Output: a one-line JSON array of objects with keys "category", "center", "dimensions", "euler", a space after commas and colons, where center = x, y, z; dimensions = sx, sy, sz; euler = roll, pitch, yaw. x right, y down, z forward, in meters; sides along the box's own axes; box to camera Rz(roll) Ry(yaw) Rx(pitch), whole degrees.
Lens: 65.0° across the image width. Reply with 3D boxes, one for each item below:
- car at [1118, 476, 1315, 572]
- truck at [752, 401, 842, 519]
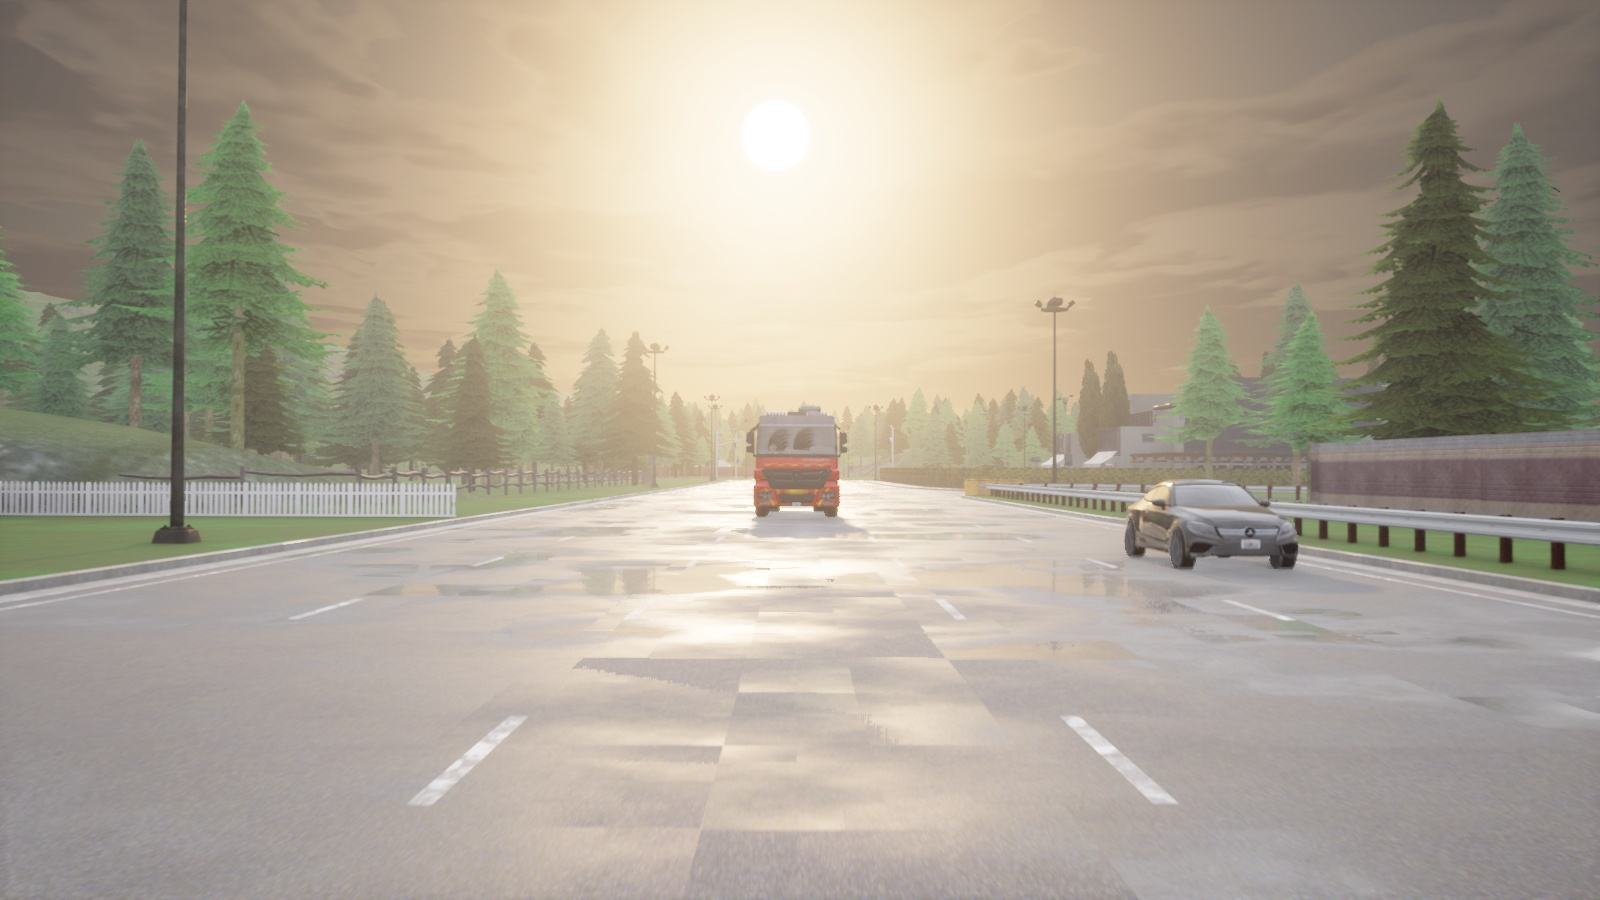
[{"category": "car", "center": [6.950, 1.173, 21.522], "dimensions": [1.812, 1.442, 4.674], "euler": [0, -1, 0]}, {"category": "truck", "center": [-0.110, 0.403, 44.986], "dimensions": [2.891, 3.827, 8.468], "euler": [0, -1, 0]}]
